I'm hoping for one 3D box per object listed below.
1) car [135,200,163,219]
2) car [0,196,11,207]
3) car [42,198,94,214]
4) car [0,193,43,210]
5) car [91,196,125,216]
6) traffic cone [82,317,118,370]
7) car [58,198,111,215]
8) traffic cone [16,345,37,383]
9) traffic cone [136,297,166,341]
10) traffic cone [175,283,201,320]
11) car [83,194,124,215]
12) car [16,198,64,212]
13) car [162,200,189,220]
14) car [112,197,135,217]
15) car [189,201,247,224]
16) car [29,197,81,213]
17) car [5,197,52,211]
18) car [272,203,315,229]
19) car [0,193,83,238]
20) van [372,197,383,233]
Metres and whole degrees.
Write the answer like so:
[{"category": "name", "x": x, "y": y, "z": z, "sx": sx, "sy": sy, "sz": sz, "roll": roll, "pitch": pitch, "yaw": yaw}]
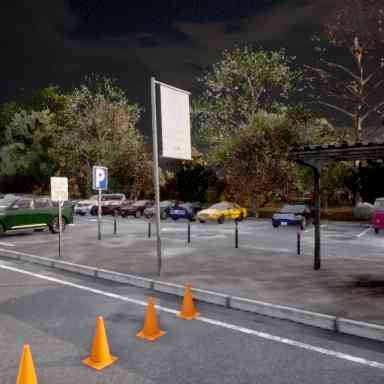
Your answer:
[{"category": "car", "x": -2.106, "y": 1.473, "z": 28.537, "sx": 2.231, "sy": 1.521, "sz": 4.892, "roll": 0, "pitch": 0, "yaw": 35}, {"category": "car", "x": -29.262, "y": 1.333, "z": 47.837, "sx": 1.946, "sy": 1.575, "sz": 5.366, "roll": 1, "pitch": 0, "yaw": 35}, {"category": "car", "x": -13.470, "y": 1.455, "z": 36.508, "sx": 2.097, "sy": 1.535, "sz": 5.008, "roll": 0, "pitch": 0, "yaw": 35}, {"category": "car", "x": -22.570, "y": 1.153, "z": 42.873, "sx": 2.435, "sy": 2.045, "sz": 5.566, "roll": 0, "pitch": 0, "yaw": 35}, {"category": "car", "x": -6.650, "y": 1.466, "z": 31.728, "sx": 2.097, "sy": 1.535, "sz": 5.008, "roll": 0, "pitch": 0, "yaw": 35}, {"category": "traffic cone", "x": -1.221, "y": 1.957, "z": 4.423, "sx": 0.340, "sy": 0.580, "sz": 0.340, "roll": 0, "pitch": 0, "yaw": 35}, {"category": "car", "x": -11.197, "y": 1.462, "z": 34.910, "sx": 2.231, "sy": 1.521, "sz": 4.892, "roll": 0, "pitch": 0, "yaw": 35}, {"category": "traffic cone", "x": -1.796, "y": 1.957, "z": 3.607, "sx": 0.340, "sy": 0.580, "sz": 0.340, "roll": 0, "pitch": 0, "yaw": 35}, {"category": "traffic cone", "x": -0.646, "y": 1.957, "z": 5.240, "sx": 0.340, "sy": 0.580, "sz": 0.340, "roll": 0, "pitch": 0, "yaw": 35}, {"category": "traffic cone", "x": -0.071, "y": 1.957, "z": 6.056, "sx": 0.340, "sy": 0.580, "sz": 0.340, "roll": 0, "pitch": 0, "yaw": 36}, {"category": "car", "x": -8.940, "y": 1.212, "z": 33.296, "sx": 2.435, "sy": 2.045, "sz": 5.566, "roll": 0, "pitch": 0, "yaw": 35}, {"category": "car", "x": -18.024, "y": 1.469, "z": 39.678, "sx": 2.163, "sy": 1.488, "sz": 4.792, "roll": 0, "pitch": 0, "yaw": 35}, {"category": "car", "x": 0.177, "y": 1.505, "z": 26.961, "sx": 2.163, "sy": 1.488, "sz": 4.792, "roll": 0, "pitch": 0, "yaw": 35}, {"category": "car", "x": -4.378, "y": 1.469, "z": 30.132, "sx": 2.097, "sy": 1.535, "sz": 5.008, "roll": 0, "pitch": 0, "yaw": 35}, {"category": "car", "x": 2.324, "y": 1.475, "z": 25.189, "sx": 1.946, "sy": 1.575, "sz": 5.366, "roll": 0, "pitch": 0, "yaw": 35}, {"category": "car", "x": -15.633, "y": 1.444, "z": 38.260, "sx": 1.946, "sy": 1.575, "sz": 5.366, "roll": 0, "pitch": 0, "yaw": 35}, {"category": "car", "x": -20.268, "y": 1.452, "z": 41.326, "sx": 2.163, "sy": 1.488, "sz": 4.792, "roll": 0, "pitch": 0, "yaw": 35}, {"category": "car", "x": 6.957, "y": 1.513, "z": 22.125, "sx": 2.163, "sy": 1.488, "sz": 4.792, "roll": 0, "pitch": 0, "yaw": 35}, {"category": "car", "x": -8.934, "y": 1.221, "z": 17.307, "sx": 2.435, "sy": 2.045, "sz": 5.566, "roll": 0, "pitch": 0, "yaw": 35}, {"category": "van", "x": 11.582, "y": 1.264, "z": 19.053, "sx": 1.878, "sy": 1.987, "sz": 4.442, "roll": 0, "pitch": 0, "yaw": 35}]
